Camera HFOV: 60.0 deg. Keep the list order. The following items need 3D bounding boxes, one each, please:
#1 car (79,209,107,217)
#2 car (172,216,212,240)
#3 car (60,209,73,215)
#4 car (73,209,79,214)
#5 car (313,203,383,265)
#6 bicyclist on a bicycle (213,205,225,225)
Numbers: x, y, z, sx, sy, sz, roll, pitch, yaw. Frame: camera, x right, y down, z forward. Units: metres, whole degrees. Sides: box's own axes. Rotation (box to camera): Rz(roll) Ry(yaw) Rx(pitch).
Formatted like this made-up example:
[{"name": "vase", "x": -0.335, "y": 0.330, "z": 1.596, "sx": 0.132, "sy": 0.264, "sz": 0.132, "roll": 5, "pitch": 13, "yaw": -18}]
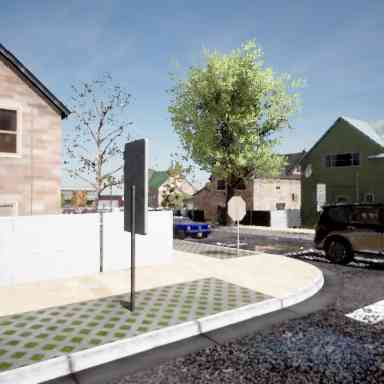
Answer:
[{"name": "car", "x": -9.112, "y": 2.659, "z": 32.911, "sx": 2.128, "sy": 1.511, "sz": 4.902, "roll": 1, "pitch": -3, "yaw": -35}, {"name": "car", "x": -0.801, "y": 2.216, "z": 21.026, "sx": 1.895, "sy": 1.301, "sz": 4.718, "roll": 1, "pitch": -2, "yaw": -35}, {"name": "car", "x": -18.053, "y": 3.381, "z": 45.827, "sx": 1.895, "sy": 1.301, "sz": 4.718, "roll": 1, "pitch": -3, "yaw": -35}, {"name": "car", "x": -13.988, "y": 3.035, "z": 44.939, "sx": 2.097, "sy": 1.767, "sz": 4.553, "roll": 1, "pitch": -3, "yaw": -35}, {"name": "car", "x": 6.588, "y": 1.343, "z": 10.489, "sx": 2.150, "sy": 2.045, "sz": 5.566, "roll": 1, "pitch": -3, "yaw": -35}, {"name": "bicyclist on a bicycle", "x": 2.297, "y": 1.836, "z": 26.769, "sx": 1.656, "sy": 1.620, "sz": 0.582, "roll": -2, "pitch": 1, "yaw": -35}]
